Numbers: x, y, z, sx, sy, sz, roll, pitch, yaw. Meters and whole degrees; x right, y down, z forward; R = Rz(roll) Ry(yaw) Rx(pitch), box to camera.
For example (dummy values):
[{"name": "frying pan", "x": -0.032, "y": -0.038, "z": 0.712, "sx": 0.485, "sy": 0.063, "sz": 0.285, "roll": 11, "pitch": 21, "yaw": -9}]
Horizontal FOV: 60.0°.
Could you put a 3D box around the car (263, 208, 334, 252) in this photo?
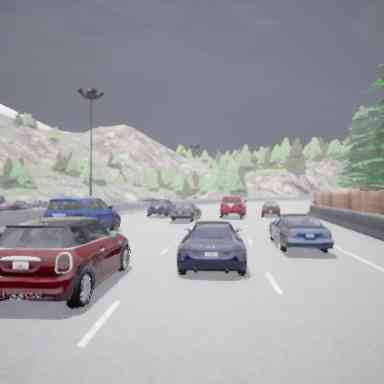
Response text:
[{"name": "car", "x": 4.490, "y": 1.630, "z": 14.362, "sx": 2.033, "sy": 1.411, "sz": 5.357, "roll": 0, "pitch": 0, "yaw": 6}]

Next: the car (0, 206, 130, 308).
[{"name": "car", "x": -3.016, "y": 1.386, "z": 8.228, "sx": 2.097, "sy": 1.767, "sz": 4.553, "roll": 0, "pitch": 0, "yaw": 3}]

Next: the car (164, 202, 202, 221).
[{"name": "car", "x": -0.437, "y": 1.689, "z": 28.171, "sx": 2.033, "sy": 1.411, "sz": 5.357, "roll": 0, "pitch": 0, "yaw": 11}]

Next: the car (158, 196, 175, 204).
[{"name": "car", "x": -5.820, "y": 1.727, "z": 76.617, "sx": 2.097, "sy": 1.767, "sz": 4.553, "roll": 0, "pitch": 0, "yaw": 26}]

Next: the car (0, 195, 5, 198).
[{"name": "car", "x": -23.614, "y": 1.360, "z": 37.714, "sx": 2.150, "sy": 2.045, "sz": 5.566, "roll": 0, "pitch": 0, "yaw": 13}]

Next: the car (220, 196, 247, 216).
[{"name": "car", "x": 4.061, "y": 1.394, "z": 32.367, "sx": 2.150, "sy": 2.045, "sz": 5.566, "roll": 0, "pitch": 0, "yaw": 13}]

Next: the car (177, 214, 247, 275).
[{"name": "car", "x": 0.674, "y": 1.620, "z": 10.738, "sx": 1.994, "sy": 1.385, "sz": 4.181, "roll": 0, "pitch": 0, "yaw": 5}]

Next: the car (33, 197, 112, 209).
[{"name": "car", "x": -5.648, "y": 1.299, "z": 17.632, "sx": 2.150, "sy": 2.045, "sz": 5.566, "roll": 0, "pitch": 0, "yaw": 7}]

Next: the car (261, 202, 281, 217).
[{"name": "car", "x": 8.065, "y": 1.715, "z": 33.901, "sx": 1.812, "sy": 1.442, "sz": 4.674, "roll": 0, "pitch": 0, "yaw": 14}]

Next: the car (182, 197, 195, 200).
[{"name": "car", "x": -0.446, "y": 1.883, "z": 71.715, "sx": 1.812, "sy": 1.442, "sz": 4.674, "roll": 0, "pitch": 0, "yaw": 26}]

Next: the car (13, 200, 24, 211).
[{"name": "car", "x": -16.776, "y": 1.710, "z": 36.115, "sx": 1.994, "sy": 1.385, "sz": 4.181, "roll": 0, "pitch": 0, "yaw": 13}]

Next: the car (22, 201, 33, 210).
[{"name": "car", "x": -13.979, "y": 1.736, "z": 32.642, "sx": 1.895, "sy": 1.301, "sz": 4.718, "roll": 0, "pitch": 0, "yaw": 12}]

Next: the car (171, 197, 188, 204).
[{"name": "car", "x": -2.775, "y": 1.871, "z": 74.887, "sx": 1.837, "sy": 1.490, "sz": 4.892, "roll": 0, "pitch": 0, "yaw": 26}]

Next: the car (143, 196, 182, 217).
[{"name": "car", "x": -2.835, "y": 1.515, "z": 33.442, "sx": 2.097, "sy": 1.767, "sz": 4.553, "roll": 0, "pitch": 0, "yaw": 13}]

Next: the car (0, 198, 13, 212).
[{"name": "car", "x": -20.069, "y": 1.671, "z": 37.424, "sx": 1.812, "sy": 1.442, "sz": 4.674, "roll": 0, "pitch": 0, "yaw": 14}]

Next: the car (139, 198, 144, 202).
[{"name": "car", "x": -10.216, "y": 1.833, "z": 75.642, "sx": 1.882, "sy": 1.535, "sz": 5.008, "roll": 0, "pitch": 0, "yaw": 26}]
